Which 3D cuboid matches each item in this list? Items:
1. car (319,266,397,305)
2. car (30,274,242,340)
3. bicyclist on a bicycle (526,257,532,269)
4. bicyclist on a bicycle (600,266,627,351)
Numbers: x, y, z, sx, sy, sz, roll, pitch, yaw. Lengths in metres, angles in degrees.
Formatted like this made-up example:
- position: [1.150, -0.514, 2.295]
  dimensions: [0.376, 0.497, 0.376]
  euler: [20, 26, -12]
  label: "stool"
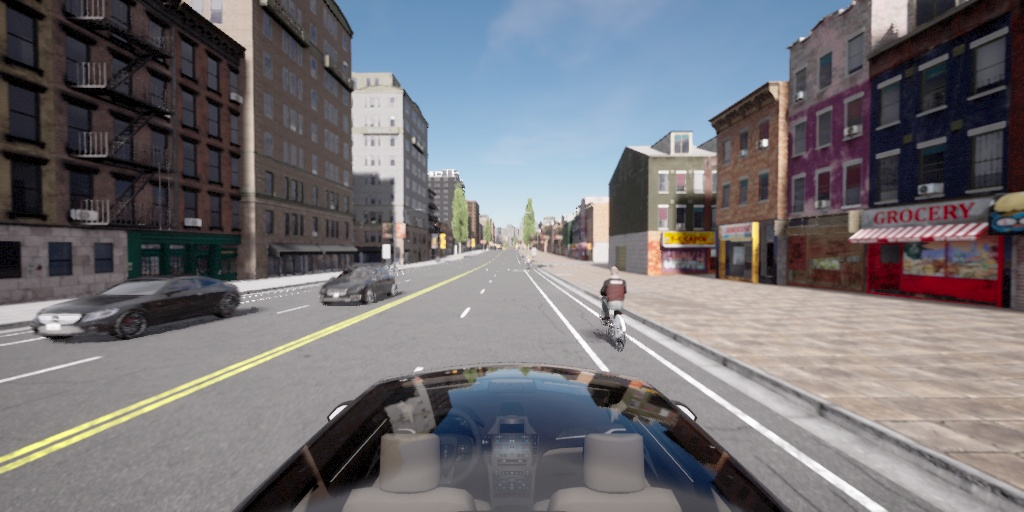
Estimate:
- position: [-6.603, 1.230, 15.893]
  dimensions: [1.837, 1.490, 4.892]
  euler: [0, 0, 0]
  label: "car"
- position: [-9.853, 1.266, 10.034]
  dimensions: [1.812, 1.442, 4.674]
  euler: [0, 0, 0]
  label: "car"
- position: [2.240, 0.974, 47.644]
  dimensions: [0.866, 1.612, 1.509]
  euler: [0, 0, 0]
  label: "bicyclist on a bicycle"
- position: [2.249, 1.114, 8.098]
  dimensions: [0.659, 1.776, 1.843]
  euler: [0, 0, 0]
  label: "bicyclist on a bicycle"
